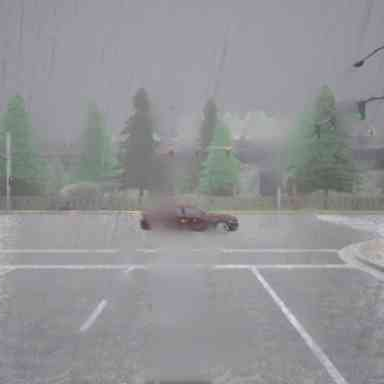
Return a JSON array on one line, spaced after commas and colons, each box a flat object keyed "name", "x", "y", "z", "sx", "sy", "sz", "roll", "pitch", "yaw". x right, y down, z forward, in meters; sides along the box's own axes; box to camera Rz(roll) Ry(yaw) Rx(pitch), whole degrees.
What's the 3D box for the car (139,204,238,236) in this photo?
[{"name": "car", "x": -0.170, "y": 1.363, "z": 17.071, "sx": 5.008, "sy": 1.535, "sz": 1.882, "roll": 0, "pitch": 1, "yaw": -1}]
